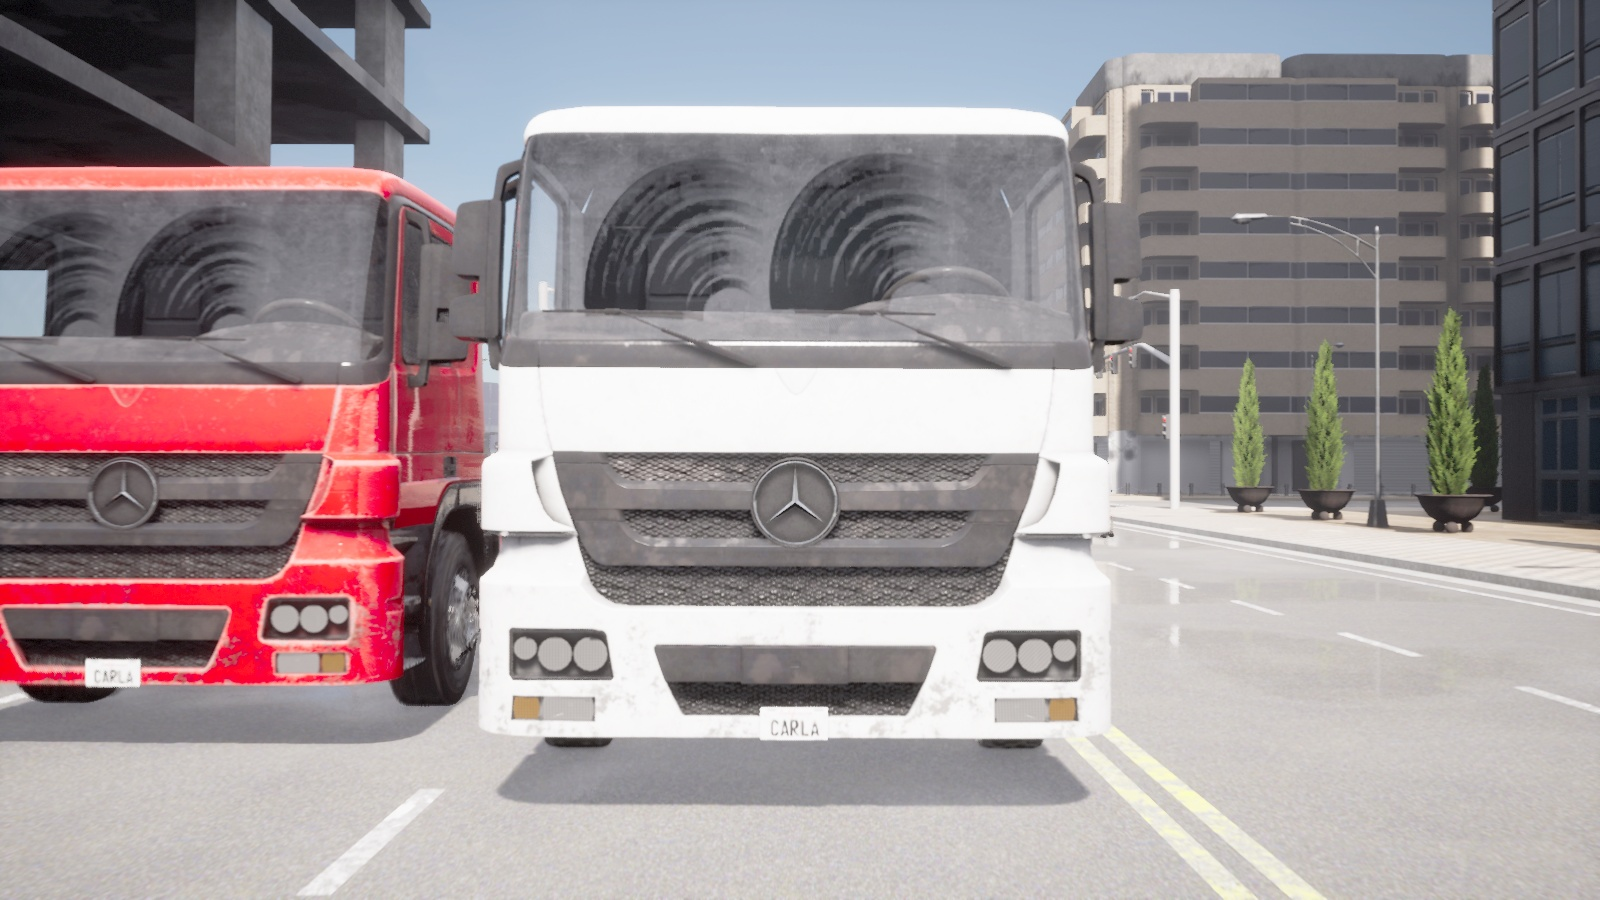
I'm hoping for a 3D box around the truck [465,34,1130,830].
[{"bbox_3d":[-0.027,-0.028,9.449,2.891,3.462,7.936,0,-1,0],"label":"truck"}]

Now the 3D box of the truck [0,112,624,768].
[{"bbox_3d":[-3.563,0.004,10.620,2.891,3.462,7.936,0,-1,1],"label":"truck"}]
